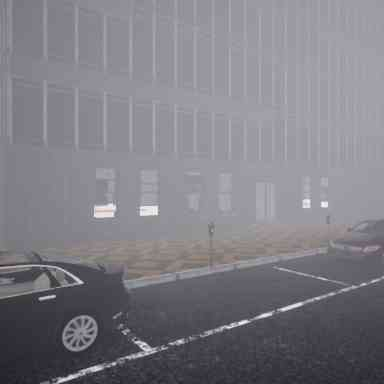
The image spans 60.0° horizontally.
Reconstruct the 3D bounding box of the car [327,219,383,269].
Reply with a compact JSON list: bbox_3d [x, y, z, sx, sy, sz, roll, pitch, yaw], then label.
[{"bbox_3d":[6.259,1.582,11.057,4.206,1.307,1.802,0,0,-36],"label":"car"}]

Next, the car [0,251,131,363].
[{"bbox_3d":[-2.993,1.551,4.424,4.403,1.369,2.008,0,0,-36],"label":"car"}]
